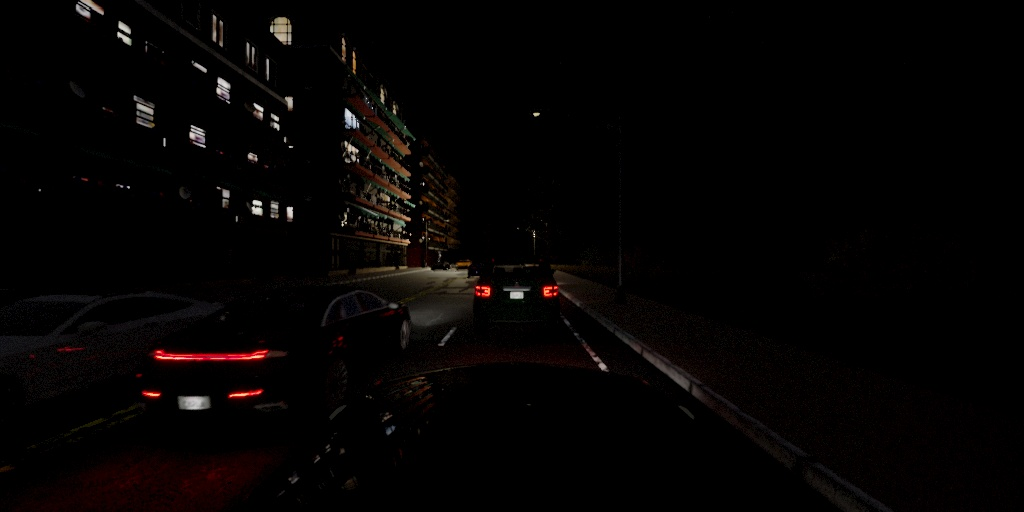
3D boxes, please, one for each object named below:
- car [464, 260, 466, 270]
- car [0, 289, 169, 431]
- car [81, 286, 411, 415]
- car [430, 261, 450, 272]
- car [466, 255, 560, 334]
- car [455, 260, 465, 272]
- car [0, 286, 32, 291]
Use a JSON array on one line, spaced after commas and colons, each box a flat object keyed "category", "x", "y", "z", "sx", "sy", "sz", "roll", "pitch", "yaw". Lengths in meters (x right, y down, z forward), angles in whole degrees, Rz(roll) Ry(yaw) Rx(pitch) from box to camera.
[{"category": "car", "x": -3.024, "y": 1.263, "z": 33.930, "sx": 1.882, "sy": 1.535, "sz": 5.008, "roll": 0, "pitch": 0, "yaw": 0}, {"category": "car", "x": -6.588, "y": 1.280, "z": 5.410, "sx": 1.812, "sy": 1.442, "sz": 4.674, "roll": 0, "pitch": 0, "yaw": 0}, {"category": "car", "x": -3.136, "y": 1.245, "z": 5.974, "sx": 2.128, "sy": 1.511, "sz": 4.902, "roll": 0, "pitch": 0, "yaw": 0}, {"category": "car", "x": -9.666, "y": 1.347, "z": 48.919, "sx": 2.033, "sy": 1.411, "sz": 5.357, "roll": 0, "pitch": 0, "yaw": 0}, {"category": "car", "x": 0.129, "y": 0.982, "z": 10.778, "sx": 2.150, "sy": 2.045, "sz": 5.566, "roll": 0, "pitch": 0, "yaw": 0}, {"category": "car", "x": -6.414, "y": 1.277, "z": 48.531, "sx": 1.882, "sy": 1.535, "sz": 5.008, "roll": 0, "pitch": 0, "yaw": 0}, {"category": "car", "x": -9.836, "y": 1.246, "z": 5.707, "sx": 2.128, "sy": 1.511, "sz": 4.902, "roll": 0, "pitch": 0, "yaw": 0}]
